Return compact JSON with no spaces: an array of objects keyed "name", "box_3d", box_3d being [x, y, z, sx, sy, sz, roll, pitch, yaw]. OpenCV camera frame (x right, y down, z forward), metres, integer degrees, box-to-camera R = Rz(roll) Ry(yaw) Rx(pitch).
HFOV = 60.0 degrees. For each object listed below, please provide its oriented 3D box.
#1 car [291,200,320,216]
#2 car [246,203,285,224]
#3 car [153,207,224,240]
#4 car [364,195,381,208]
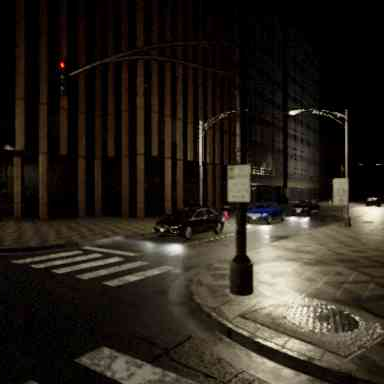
[{"name":"car","box_3d":[11.875,1.638,34.676,2.128,1.511,4.902,0,0,35]},{"name":"car","box_3d":[5.878,1.635,26.184,1.812,1.442,4.674,0,0,36]},{"name":"car","box_3d":[-0.037,1.578,17.779,1.837,1.490,4.892,0,0,35]},{"name":"car","box_3d":[29.439,1.710,54.086,2.128,1.511,4.902,0,0,35]}]
